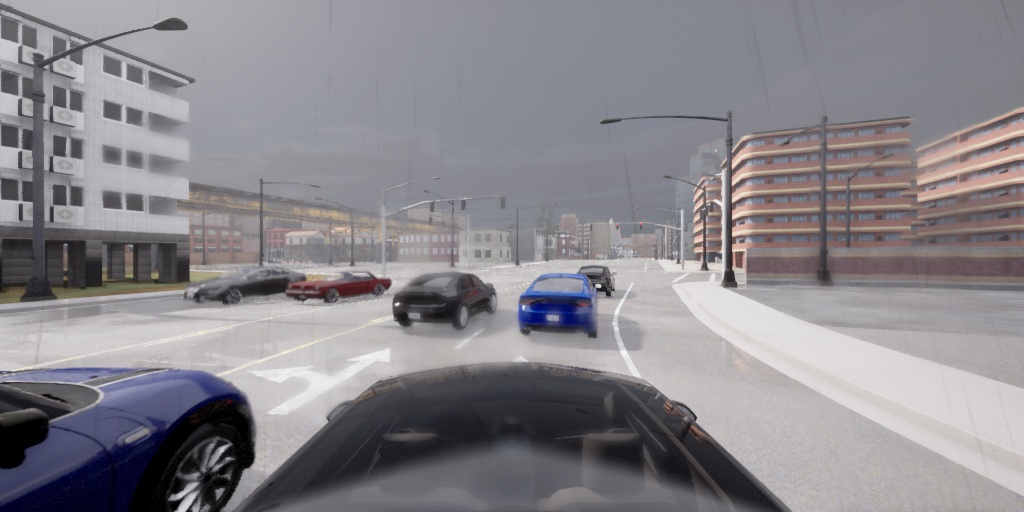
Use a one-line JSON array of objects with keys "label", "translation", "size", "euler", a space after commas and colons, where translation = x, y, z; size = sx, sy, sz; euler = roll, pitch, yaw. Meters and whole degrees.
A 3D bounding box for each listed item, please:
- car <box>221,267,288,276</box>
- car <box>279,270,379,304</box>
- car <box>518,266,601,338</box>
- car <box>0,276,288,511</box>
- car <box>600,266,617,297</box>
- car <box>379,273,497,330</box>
[{"label": "car", "translation": [-11.638, 1.241, 16.111], "size": [2.128, 1.511, 4.902], "euler": [0, 0, 17]}, {"label": "car", "translation": [-7.821, 1.351, 16.652], "size": [1.895, 1.301, 4.718], "euler": [0, 0, 19]}, {"label": "car", "translation": [1.516, 1.228, 10.356], "size": [1.882, 1.535, 5.008], "euler": [0, 0, 14]}, {"label": "car", "translation": [-3.246, 1.102, 1.207], "size": [2.097, 1.767, 4.553], "euler": [0, 0, 0]}, {"label": "car", "translation": [4.475, 1.255, 19.268], "size": [1.837, 1.490, 4.892], "euler": [0, 0, 20]}, {"label": "car", "translation": [-1.855, 1.255, 11.323], "size": [1.837, 1.490, 4.892], "euler": [0, 0, 14]}]
